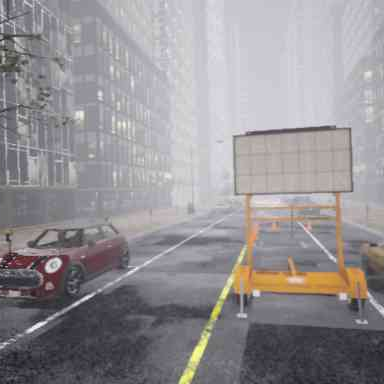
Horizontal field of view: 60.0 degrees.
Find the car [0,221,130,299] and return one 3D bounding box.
[{"bbox_3d":[-3.270,1.596,8.882,1.967,1.590,4.097,-2,0,13],"label":"car"}]

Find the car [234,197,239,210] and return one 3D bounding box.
[{"bbox_3d":[4.527,1.712,42.132,1.802,1.307,4.206,-2,0,13],"label":"car"}]

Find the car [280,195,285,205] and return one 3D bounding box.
[{"bbox_3d":[16.575,1.439,56.832,1.802,1.307,4.206,-2,0,13],"label":"car"}]

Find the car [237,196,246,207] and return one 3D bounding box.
[{"bbox_3d":[7.119,1.560,53.217,1.967,1.590,4.097,-2,0,13],"label":"car"}]

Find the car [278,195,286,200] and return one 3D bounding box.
[{"bbox_3d":[24.366,1.395,90.087,1.802,1.307,4.206,-2,0,13],"label":"car"}]

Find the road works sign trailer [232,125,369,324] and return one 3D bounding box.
[{"bbox_3d":[2.143,0.446,7.164,2.380,3.560,2.880,-2,0,13],"label":"road works sign trailer"}]

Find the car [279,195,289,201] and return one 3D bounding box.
[{"bbox_3d":[21.768,1.380,79.001,2.008,1.369,4.403,-2,0,13],"label":"car"}]

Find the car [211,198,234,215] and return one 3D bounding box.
[{"bbox_3d":[3.187,1.660,36.424,1.752,1.417,4.829,-2,0,13],"label":"car"}]

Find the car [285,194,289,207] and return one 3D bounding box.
[{"bbox_3d":[12.674,1.313,40.208,1.967,1.590,4.097,-2,0,13],"label":"car"}]

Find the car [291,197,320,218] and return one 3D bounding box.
[{"bbox_3d":[10.081,1.448,29.122,1.947,1.339,4.313,-2,0,13],"label":"car"}]

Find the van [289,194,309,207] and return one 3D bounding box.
[{"bbox_3d":[11.372,1.219,34.665,1.690,1.788,3.998,-2,0,13],"label":"van"}]

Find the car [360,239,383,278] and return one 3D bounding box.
[{"bbox_3d":[4.924,1.424,7.120,1.752,1.417,4.829,-2,0,13],"label":"car"}]
